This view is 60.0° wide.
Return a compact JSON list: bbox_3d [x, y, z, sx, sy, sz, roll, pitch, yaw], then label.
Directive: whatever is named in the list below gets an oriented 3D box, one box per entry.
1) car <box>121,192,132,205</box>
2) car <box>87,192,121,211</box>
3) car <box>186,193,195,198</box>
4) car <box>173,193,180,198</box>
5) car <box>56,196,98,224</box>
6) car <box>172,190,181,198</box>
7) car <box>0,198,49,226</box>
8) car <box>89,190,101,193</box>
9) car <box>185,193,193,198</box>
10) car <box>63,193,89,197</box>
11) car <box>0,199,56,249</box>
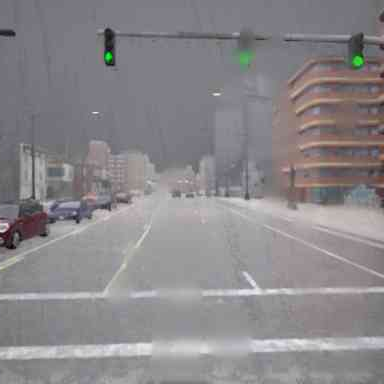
[{"bbox_3d":[-9.036,0.804,43.469,1.882,1.535,5.008,0,1,-2],"label":"car"},{"bbox_3d":[-8.562,1.048,32.772,1.837,1.490,4.892,0,1,-3],"label":"car"},{"bbox_3d":[-0.397,0.866,84.008,1.812,1.442,4.674,0,-1,-3],"label":"car"},{"bbox_3d":[-4.310,0.954,92.631,1.812,1.442,4.674,0,-1,-3],"label":"car"},{"bbox_3d":[-8.091,1.270,22.687,1.812,1.442,4.674,0,1,-3],"label":"car"},{"bbox_3d":[-3.858,0.548,83.085,2.150,2.045,5.566,0,-1,-3],"label":"car"},{"bbox_3d":[-11.589,1.256,22.535,1.837,1.490,4.892,0,1,-3],"label":"car"},{"bbox_3d":[-12.514,0.695,42.830,2.097,1.767,4.553,0,1,-2],"label":"car"},{"bbox_3d":[-0.816,1.021,92.826,1.895,1.301,4.718,0,-1,-3],"label":"car"},{"bbox_3d":[-12.066,1.094,32.759,2.033,1.411,5.357,0,1,-2],"label":"car"},{"bbox_3d":[-7.673,1.241,13.819,2.097,1.767,4.553,0,1,-3],"label":"car"}]
